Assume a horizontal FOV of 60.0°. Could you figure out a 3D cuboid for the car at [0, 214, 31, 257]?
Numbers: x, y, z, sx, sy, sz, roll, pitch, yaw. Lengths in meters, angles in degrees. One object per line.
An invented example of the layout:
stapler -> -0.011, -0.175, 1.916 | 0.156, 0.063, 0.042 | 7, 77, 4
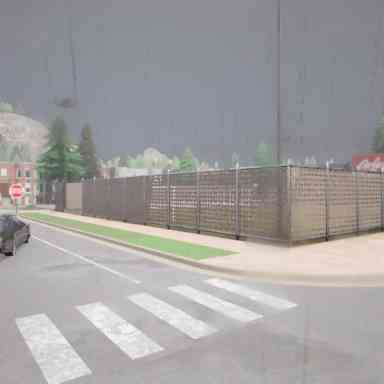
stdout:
car -> -7.440, 1.538, 12.555 | 2.033, 1.411, 5.357 | 0, 0, -18
